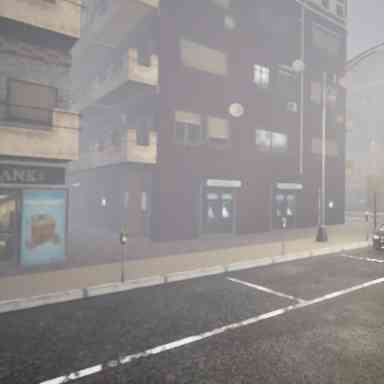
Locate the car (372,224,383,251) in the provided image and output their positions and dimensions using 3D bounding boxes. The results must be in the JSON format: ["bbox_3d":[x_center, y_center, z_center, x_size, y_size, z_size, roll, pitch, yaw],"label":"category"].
[{"bbox_3d":[8.686,1.586,12.854,4.403,1.369,2.008,0,1,-35],"label":"car"}]
